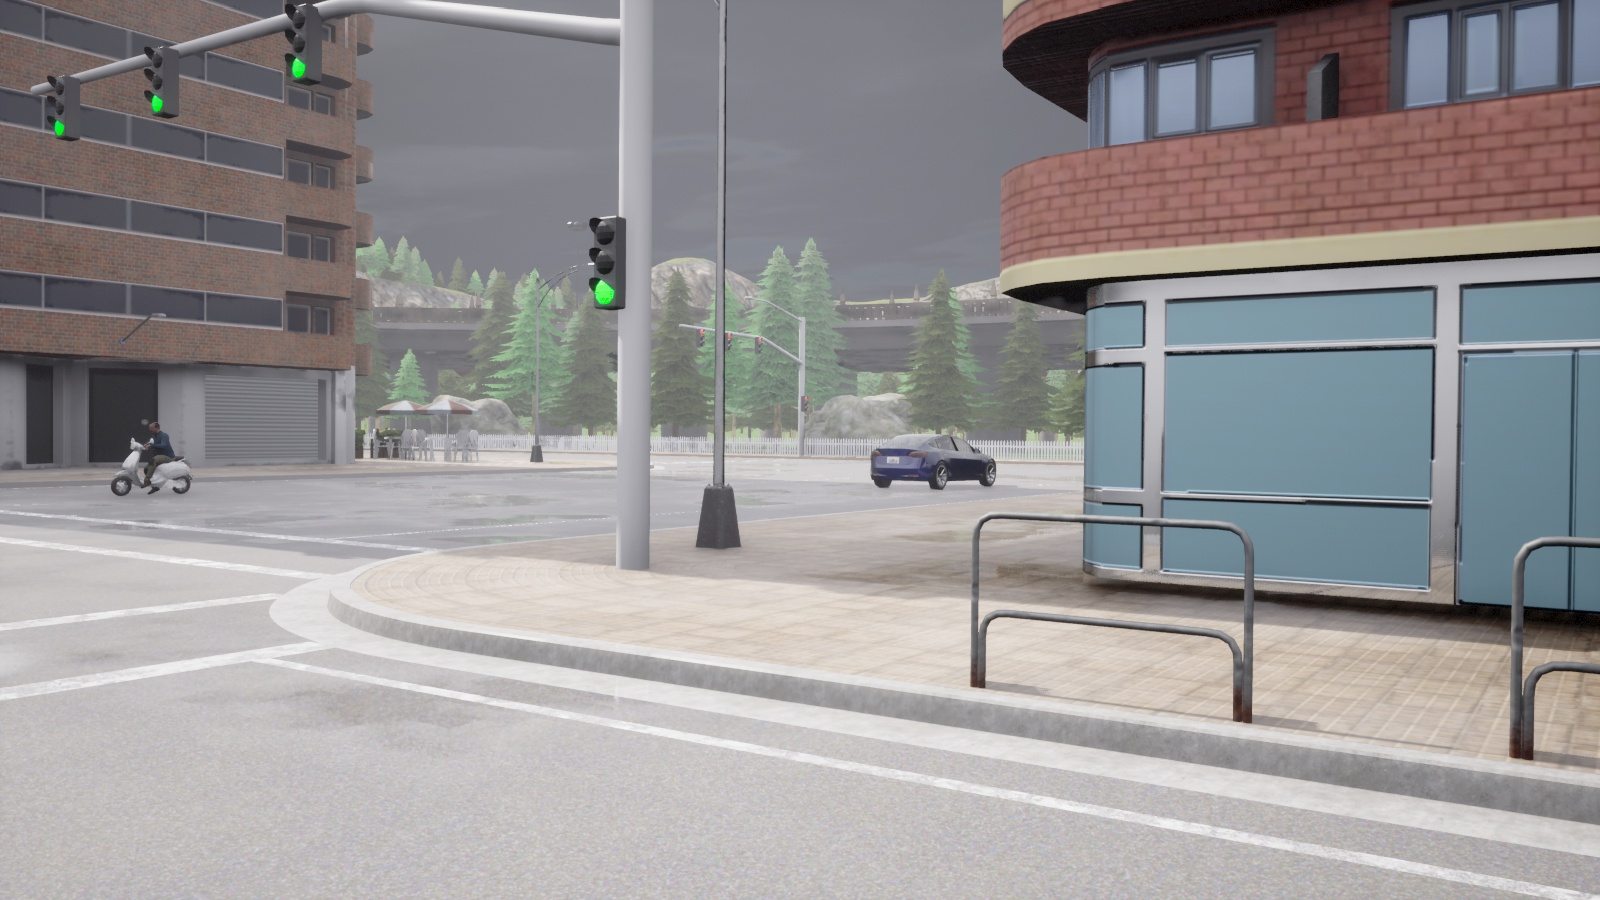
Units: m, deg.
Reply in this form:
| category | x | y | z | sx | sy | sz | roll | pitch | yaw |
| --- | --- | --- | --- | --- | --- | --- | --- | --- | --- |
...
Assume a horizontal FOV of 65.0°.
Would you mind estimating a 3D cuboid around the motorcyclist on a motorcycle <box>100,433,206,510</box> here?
| category | x | y | z | sx | sy | sz | roll | pitch | yaw |
| --- | --- | --- | --- | --- | --- | --- | --- | --- | --- |
| motorcyclist on a motorcycle | -14.009 | 0.440 | 27.231 | 0.866 | 1.590 | 1.817 | 0 | 1 | 34 |

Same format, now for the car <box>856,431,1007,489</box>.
| category | x | y | z | sx | sy | sz | roll | pitch | yaw |
| --- | --- | --- | --- | --- | --- | --- | --- | --- | --- |
| car | 3.731 | 0.222 | 34.811 | 2.163 | 1.488 | 4.792 | 0 | 1 | 34 |
